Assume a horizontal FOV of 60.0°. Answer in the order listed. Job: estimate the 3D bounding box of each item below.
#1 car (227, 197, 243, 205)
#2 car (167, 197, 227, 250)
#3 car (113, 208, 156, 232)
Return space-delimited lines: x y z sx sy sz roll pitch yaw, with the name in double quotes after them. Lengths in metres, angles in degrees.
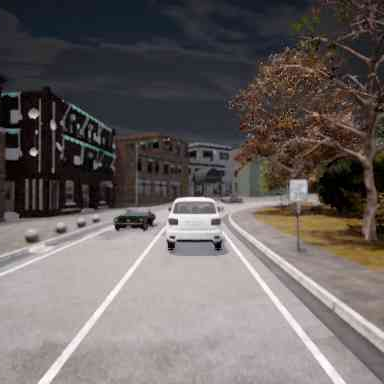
7.176 1.554 61.740 5.357 1.411 2.033 -1 0 -44 "car"
0.105 1.265 14.716 2.150 2.045 5.566 0 0 0 "car"
-3.490 1.662 20.817 1.895 1.301 4.718 0 0 2 "car"
